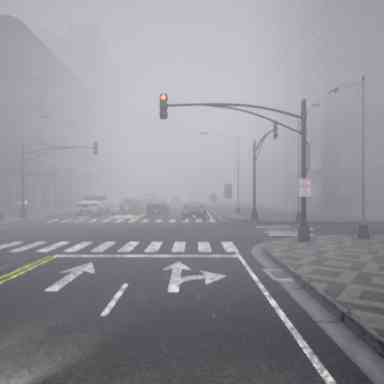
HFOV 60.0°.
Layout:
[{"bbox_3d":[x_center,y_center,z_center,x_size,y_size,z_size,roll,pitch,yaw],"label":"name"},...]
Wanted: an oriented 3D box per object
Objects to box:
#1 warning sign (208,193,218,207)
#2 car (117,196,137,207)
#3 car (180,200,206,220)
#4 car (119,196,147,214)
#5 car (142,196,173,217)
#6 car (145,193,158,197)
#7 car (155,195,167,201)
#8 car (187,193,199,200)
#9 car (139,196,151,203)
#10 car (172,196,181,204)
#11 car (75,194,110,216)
[{"bbox_3d":[2.968,1.091,46.421,1.300,1.860,1.060,0,0,0],"label":"warning sign"},{"bbox_3d":[-9.710,1.463,50.147,2.128,1.511,4.902,0,0,0],"label":"car"},{"bbox_3d":[0.173,1.594,28.321,1.895,1.301,4.718,0,0,0],"label":"car"},{"bbox_3d":[-6.507,1.478,35.604,2.128,1.511,4.902,0,0,0],"label":"car"},{"bbox_3d":[-3.070,1.469,30.901,1.882,1.535,5.008,0,0,0],"label":"car"},{"bbox_3d":[-6.457,1.186,52.443,2.150,2.045,5.566,0,1,0],"label":"car"},{"bbox_3d":[-6.324,1.202,67.925,1.895,1.301,4.718,0,0,0],"label":"car"},{"bbox_3d":[0.208,1.179,62.437,2.150,2.045,5.566,0,0,0],"label":"car"},{"bbox_3d":[-9.574,1.499,67.963,1.812,1.442,4.674,0,0,0],"label":"car"},{"bbox_3d":[-3.042,1.463,62.676,1.837,1.490,4.892,0,0,1],"label":"car"},{"bbox_3d":[-9.764,1.211,33.130,2.150,2.045,5.566,0,0,0],"label":"car"}]
